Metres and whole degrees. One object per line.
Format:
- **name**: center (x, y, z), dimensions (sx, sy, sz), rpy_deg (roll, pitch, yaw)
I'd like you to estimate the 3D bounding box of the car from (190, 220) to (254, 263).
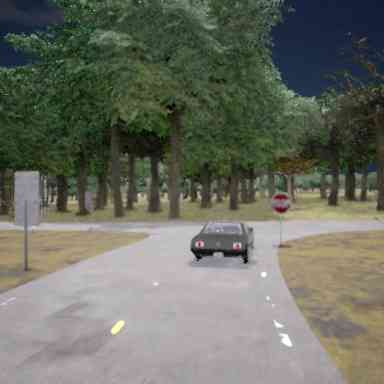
- **car**: center (1.355, 1.728, 12.700), dimensions (1.895, 1.301, 4.718), rpy_deg (0, -1, 13)
